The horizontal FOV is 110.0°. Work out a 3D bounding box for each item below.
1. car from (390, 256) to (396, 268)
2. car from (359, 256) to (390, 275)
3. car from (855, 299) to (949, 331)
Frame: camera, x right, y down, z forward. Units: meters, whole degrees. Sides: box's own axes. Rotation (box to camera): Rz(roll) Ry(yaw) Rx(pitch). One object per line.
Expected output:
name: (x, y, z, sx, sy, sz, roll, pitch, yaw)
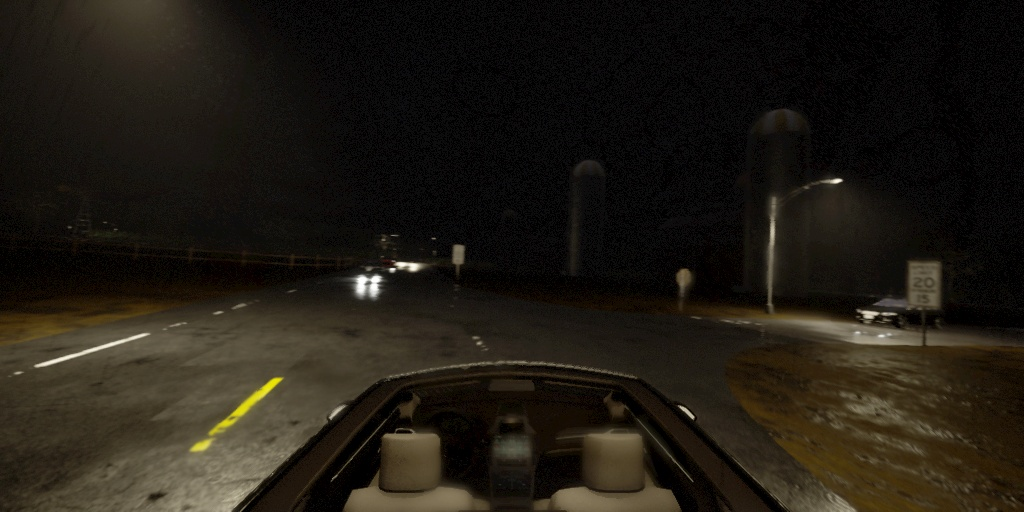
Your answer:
car: (-17.705, 0.754, 51.256, 2.097, 1.767, 4.553, 3, -1, -15)
car: (-12.847, 0.911, 33.044, 2.128, 1.511, 4.902, 3, -1, -15)
car: (21.268, 3.139, 19.607, 4.902, 1.511, 2.128, 4, -2, -15)
